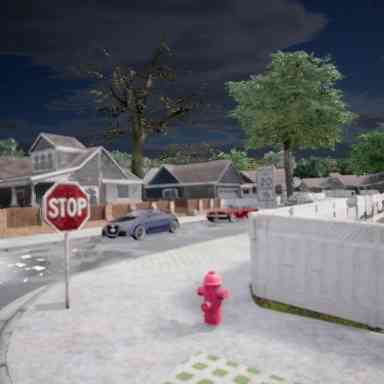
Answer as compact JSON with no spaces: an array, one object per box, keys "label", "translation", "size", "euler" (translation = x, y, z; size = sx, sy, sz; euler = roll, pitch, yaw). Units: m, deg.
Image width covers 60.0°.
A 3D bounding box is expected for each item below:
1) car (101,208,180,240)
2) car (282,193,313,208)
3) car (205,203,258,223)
[{"label":"car","translation":[-2.462,1.530,16.649],"size":[1.994,1.385,4.181],"euler":[-3,-1,34]},{"label":"car","translation":[11.121,1.037,35.092],"size":[2.097,1.767,4.553],"euler":[-3,-1,36]},{"label":"car","translation":[2.910,1.453,23.927],"size":[1.895,1.301,4.718],"euler":[-3,-1,36]}]
